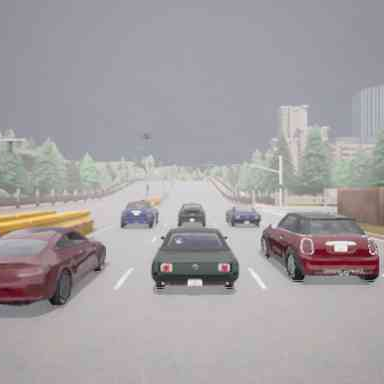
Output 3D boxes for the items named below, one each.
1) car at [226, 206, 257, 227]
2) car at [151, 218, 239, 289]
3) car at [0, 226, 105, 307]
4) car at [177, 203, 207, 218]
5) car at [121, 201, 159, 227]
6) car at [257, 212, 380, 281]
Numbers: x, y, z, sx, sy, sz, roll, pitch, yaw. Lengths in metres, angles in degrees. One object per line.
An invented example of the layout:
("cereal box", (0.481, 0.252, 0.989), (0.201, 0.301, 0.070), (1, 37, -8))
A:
("car", (3.491, 1.654, 23.457), (1.895, 1.301, 4.718), (0, 0, 0))
("car", (0.058, 1.622, 9.220), (1.895, 1.301, 4.718), (0, 0, 0))
("car", (-3.439, 1.544, 7.901), (1.812, 1.442, 4.674), (0, 0, 0))
("car", (-0.009, 1.559, 23.800), (1.837, 1.490, 4.892), (0, 0, 0))
("car", (-3.507, 1.405, 23.040), (2.097, 1.767, 4.553), (0, 0, 0))
("car", (3.554, 1.376, 10.076), (2.097, 1.767, 4.553), (0, 0, 0))
